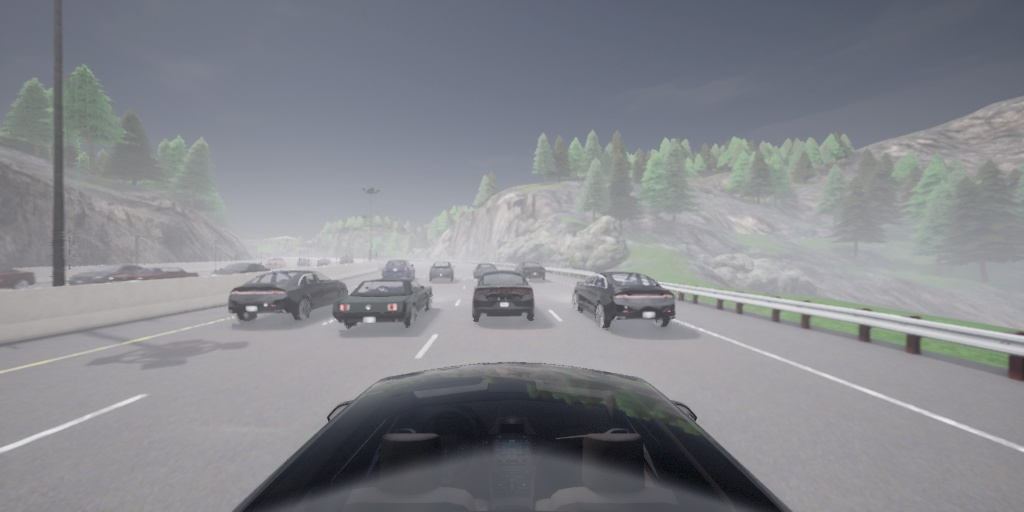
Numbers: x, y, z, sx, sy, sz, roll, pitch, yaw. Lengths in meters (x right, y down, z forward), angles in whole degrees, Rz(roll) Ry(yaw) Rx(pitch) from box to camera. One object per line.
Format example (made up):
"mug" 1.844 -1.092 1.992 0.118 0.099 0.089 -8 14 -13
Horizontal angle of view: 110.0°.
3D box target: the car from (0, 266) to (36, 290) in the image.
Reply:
"car" -29.219 1.253 19.263 1.882 1.535 5.008 0 0 -7

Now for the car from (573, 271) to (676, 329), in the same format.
"car" 3.221 1.219 11.197 2.128 1.511 4.902 0 0 -3

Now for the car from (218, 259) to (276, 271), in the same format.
"car" -19.498 1.223 25.892 1.882 1.535 5.008 0 0 -9

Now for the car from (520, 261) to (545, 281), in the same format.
"car" 1.384 1.176 29.434 1.882 1.535 5.008 0 0 -8

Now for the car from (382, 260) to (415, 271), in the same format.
"car" -9.252 1.071 29.532 2.097 1.767 4.553 0 0 -9

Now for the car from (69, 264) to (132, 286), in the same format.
"car" -26.270 1.288 23.847 1.812 1.442 4.674 0 0 -8

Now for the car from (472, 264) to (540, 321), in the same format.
"car" -0.355 1.209 12.521 1.882 1.535 5.008 0 0 -3

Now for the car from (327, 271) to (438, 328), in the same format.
"car" -3.773 1.341 11.410 1.895 1.301 4.718 0 0 -3

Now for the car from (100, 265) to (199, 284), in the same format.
"car" -22.588 1.358 22.803 1.895 1.301 4.718 0 0 -8

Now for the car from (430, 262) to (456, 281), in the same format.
"car" -5.642 1.204 29.138 2.128 1.511 4.902 0 0 -8

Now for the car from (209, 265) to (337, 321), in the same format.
"car" -7.354 1.237 12.360 2.128 1.511 4.902 0 0 -3
